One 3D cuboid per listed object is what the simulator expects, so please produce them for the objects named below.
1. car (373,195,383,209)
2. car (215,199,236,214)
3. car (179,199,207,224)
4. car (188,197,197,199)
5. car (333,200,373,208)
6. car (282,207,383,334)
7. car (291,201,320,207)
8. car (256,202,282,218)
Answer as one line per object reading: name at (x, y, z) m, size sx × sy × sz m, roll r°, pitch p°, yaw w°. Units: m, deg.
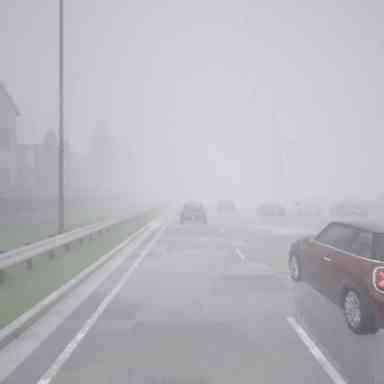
car at (22.905, 1.235, 40.190) m, size 3.866 × 1.878 × 1.905 m, roll 0°, pitch 0°, yaw 0°
car at (3.588, 1.524, 36.055) m, size 1.837 × 1.490 × 4.892 m, roll 0°, pitch 0°, yaw 0°
car at (0.089, 1.504, 24.624) m, size 2.128 × 1.511 × 4.902 m, roll 0°, pitch 0°, yaw 0°
car at (0.080, 1.504, 50.368) m, size 1.882 × 1.535 × 5.008 m, roll 0°, pitch 0°, yaw 0°
car at (14.090, 1.580, 30.202) m, size 1.994 × 1.385 × 4.181 m, roll 0°, pitch 0°, yaw 0°
car at (3.595, 1.355, 6.921) m, size 2.097 × 1.767 × 4.553 m, roll 0°, pitch 0°, yaw 0°
car at (10.590, 1.542, 31.242) m, size 1.812 × 1.442 × 4.674 m, roll 0°, pitch 0°, yaw 0°
car at (7.088, 1.580, 30.111) m, size 1.994 × 1.385 × 4.181 m, roll 0°, pitch 0°, yaw 0°
